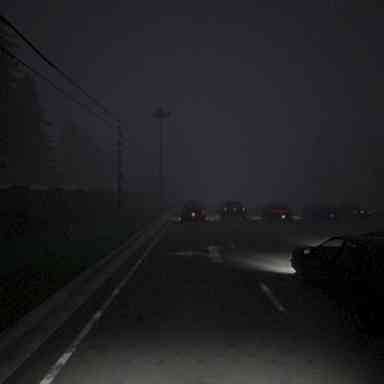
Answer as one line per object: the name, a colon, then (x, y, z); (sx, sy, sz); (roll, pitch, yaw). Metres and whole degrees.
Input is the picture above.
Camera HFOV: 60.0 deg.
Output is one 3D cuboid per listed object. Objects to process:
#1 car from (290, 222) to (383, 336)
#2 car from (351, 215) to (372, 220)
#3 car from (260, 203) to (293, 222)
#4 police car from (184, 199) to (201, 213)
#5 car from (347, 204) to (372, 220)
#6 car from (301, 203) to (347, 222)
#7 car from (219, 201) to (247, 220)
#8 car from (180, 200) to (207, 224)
car: (3.601, 1.592, 6.690); (2.033, 1.411, 5.357); (0, 0, 0)
car: (7.100, 1.634, 10.436); (1.994, 1.385, 4.181); (0, 0, 0)
car: (7.099, 1.691, 28.229); (1.837, 1.490, 4.892); (0, 0, 0)
police car: (0.080, 1.796, 43.462); (2.038, 1.542, 4.974); (0, 0, 0)
car: (14.099, 1.746, 30.029); (2.033, 1.411, 5.357); (0, 0, 0)
car: (10.602, 1.661, 27.705); (1.882, 1.535, 5.008); (0, 0, 0)
car: (3.600, 1.551, 30.158); (2.097, 1.767, 4.553); (0, 0, 0)
car: (0.098, 1.678, 26.436); (2.163, 1.488, 4.792); (0, 0, 0)
